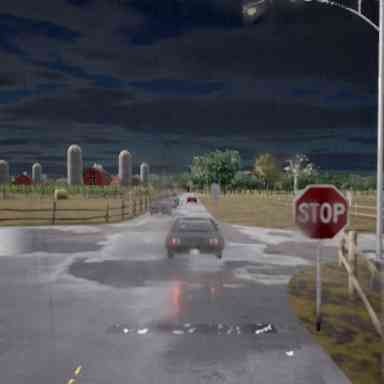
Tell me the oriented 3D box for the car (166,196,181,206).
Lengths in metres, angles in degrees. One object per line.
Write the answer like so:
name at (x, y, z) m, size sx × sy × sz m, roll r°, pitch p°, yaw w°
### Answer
car at (-2.905, 1.376, 52.056) m, size 2.033 × 1.411 × 5.357 m, roll 0°, pitch 0°, yaw 0°

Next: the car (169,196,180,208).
car at (-2.904, 1.434, 41.582) m, size 1.994 × 1.385 × 4.181 m, roll 0°, pitch 0°, yaw 0°

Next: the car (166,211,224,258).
car at (0.096, 1.603, 12.734) m, size 1.895 × 1.301 × 4.718 m, roll 1°, pitch 0°, yaw 0°

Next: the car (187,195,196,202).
car at (-0.109, 1.295, 71.944) m, size 1.994 × 1.385 × 4.181 m, roll 0°, pitch 0°, yaw 0°

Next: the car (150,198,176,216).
car at (-2.851, 1.508, 31.510) m, size 1.895 × 1.301 × 4.718 m, roll 0°, pitch 0°, yaw -1°

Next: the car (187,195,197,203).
car at (0.006, 1.267, 61.460) m, size 1.882 × 1.535 × 5.008 m, roll 0°, pitch 0°, yaw 0°
